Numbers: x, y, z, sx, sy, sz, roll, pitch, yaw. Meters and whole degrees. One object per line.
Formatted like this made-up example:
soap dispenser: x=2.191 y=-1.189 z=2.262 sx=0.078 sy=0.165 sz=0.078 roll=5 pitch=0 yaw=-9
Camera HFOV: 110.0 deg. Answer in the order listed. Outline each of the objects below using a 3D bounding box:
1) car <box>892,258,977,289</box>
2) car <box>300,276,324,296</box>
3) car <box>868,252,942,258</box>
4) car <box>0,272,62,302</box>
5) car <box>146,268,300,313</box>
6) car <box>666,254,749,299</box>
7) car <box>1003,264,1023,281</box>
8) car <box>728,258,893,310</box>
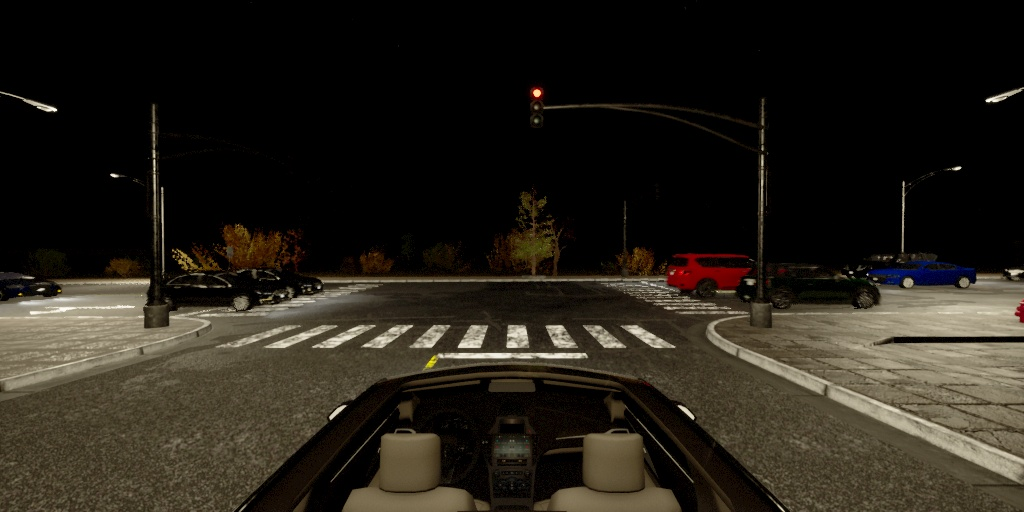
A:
car: x=23.480 y=1.045 z=20.684 sx=5.008 sy=1.535 sz=1.882 roll=0 pitch=1 yaw=0
car: x=-11.859 y=1.327 z=17.531 sx=4.892 sy=1.490 sz=1.837 roll=-1 pitch=1 yaw=0
car: x=25.411 y=0.736 z=23.916 sx=5.566 sy=2.045 sz=2.150 roll=0 pitch=1 yaw=1
car: x=-25.143 y=1.485 z=17.642 sx=4.181 sy=1.385 sz=1.994 roll=0 pitch=1 yaw=1
car: x=-11.571 y=1.368 z=14.277 sx=4.892 sy=1.490 sz=1.837 roll=-1 pitch=1 yaw=0
car: x=10.416 y=0.912 z=17.344 sx=5.566 sy=2.045 sz=2.150 roll=0 pitch=1 yaw=1
car: x=35.892 y=0.944 z=23.819 sx=4.902 sy=1.511 sz=2.128 roll=0 pitch=1 yaw=1
car: x=11.487 y=1.078 z=14.086 sx=4.553 sy=1.767 sz=2.097 roll=0 pitch=1 yaw=0
